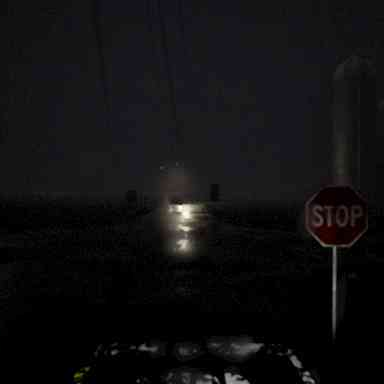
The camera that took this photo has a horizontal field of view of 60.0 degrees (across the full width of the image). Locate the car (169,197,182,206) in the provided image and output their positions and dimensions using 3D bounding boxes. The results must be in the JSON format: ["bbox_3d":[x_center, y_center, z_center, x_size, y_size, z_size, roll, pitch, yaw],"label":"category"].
[{"bbox_3d":[-2.618,1.515,53.423,1.895,1.301,4.718,0,0,0],"label":"car"}]
